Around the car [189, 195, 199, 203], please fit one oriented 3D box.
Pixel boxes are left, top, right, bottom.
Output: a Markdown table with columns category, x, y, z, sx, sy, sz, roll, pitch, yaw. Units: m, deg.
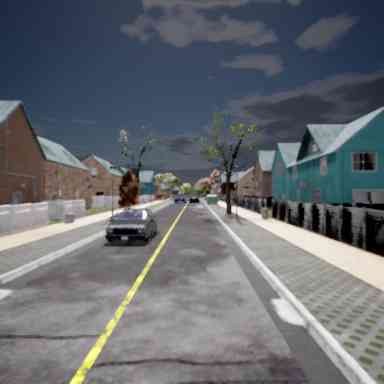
| category | x | y | z | sx | sy | sz | roll | pitch | yaw |
| --- | --- | --- | --- | --- | --- | --- | --- | --- | --- |
| car | 0.489 | 1.584 | 67.520 | 1.994 | 1.385 | 4.181 | 0 | 0 | 1 |

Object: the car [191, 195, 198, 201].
| category | x | y | z | sx | sy | sz | roll | pitch | yaw |
| --- | --- | --- | --- | --- | --- | --- | --- | --- | --- |
| car | 0.600 | 1.493 | 82.058 | 1.837 | 1.490 | 4.892 | 0 | 0 | 0 |

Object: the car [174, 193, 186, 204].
| category | x | y | z | sx | sy | sz | roll | pitch | yaw |
| --- | --- | --- | --- | --- | --- | --- | --- | --- | --- |
| car | -2.295 | 1.253 | 64.478 | 2.150 | 2.045 | 5.566 | 0 | 0 | 1 |

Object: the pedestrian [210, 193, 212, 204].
| category | x | y | z | sx | sy | sz | roll | pitch | yaw |
| --- | --- | --- | --- | --- | --- | --- | --- | --- | --- |
| pedestrian | 3.441 | 1.140 | 59.329 | 0.375 | 1.860 | 0.375 | 1 | -1 | -2 |

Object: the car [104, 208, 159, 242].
| category | x | y | z | sx | sy | sz | roll | pitch | yaw |
| --- | --- | --- | --- | --- | --- | --- | --- | --- | --- |
| car | -2.737 | 1.511 | 16.300 | 2.033 | 1.411 | 5.357 | 0 | 0 | 0 |
